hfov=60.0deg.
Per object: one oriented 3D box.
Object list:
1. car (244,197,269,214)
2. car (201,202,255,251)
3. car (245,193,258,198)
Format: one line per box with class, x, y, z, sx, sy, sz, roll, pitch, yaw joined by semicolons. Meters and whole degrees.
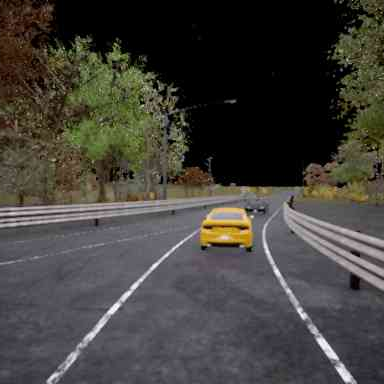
car;6.477;1.435;32.642;1.895;1.301;4.718;1;0;17
car;1.558;1.409;13.946;1.882;1.535;5.008;0;0;10
car;10.254;1.010;56.885;2.097;1.767;4.553;1;1;18
